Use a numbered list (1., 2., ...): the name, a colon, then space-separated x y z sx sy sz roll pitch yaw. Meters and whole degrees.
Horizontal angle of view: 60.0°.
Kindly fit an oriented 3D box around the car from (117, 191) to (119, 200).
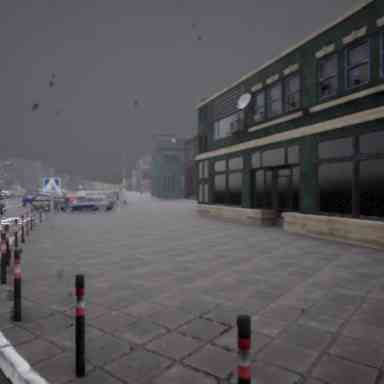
1. car: -13.493 0.968 48.096 5.008 1.535 2.097 0 1 -12

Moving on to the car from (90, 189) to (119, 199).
1. car: -17.521 0.394 66.994 5.566 2.045 2.435 0 1 -12

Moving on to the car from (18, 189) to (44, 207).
1. car: -20.204 0.793 43.099 2.150 2.045 5.566 0 1 -12

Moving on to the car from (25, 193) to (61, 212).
1. car: -15.407 1.187 34.889 2.128 1.511 4.902 0 1 -12

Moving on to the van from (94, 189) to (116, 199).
1. van: -18.247 0.377 69.681 4.442 1.987 1.878 0 1 -12

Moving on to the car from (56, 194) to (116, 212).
1. car: -10.010 1.237 31.782 4.792 1.488 2.163 0 1 -12

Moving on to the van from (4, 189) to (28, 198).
1. van: -39.867 0.310 75.301 4.442 1.987 1.878 0 1 -12

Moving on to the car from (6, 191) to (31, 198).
1. car: -40.535 0.542 77.854 4.674 1.452 2.002 0 1 -12

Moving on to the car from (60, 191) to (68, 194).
1. car: -17.505 1.041 44.501 2.128 1.511 4.902 0 1 -12

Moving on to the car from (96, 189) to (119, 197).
1. car: -21.081 0.155 83.284 5.566 2.045 2.435 0 1 -12

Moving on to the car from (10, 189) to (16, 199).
1. car: -37.624 0.693 64.381 4.892 1.521 2.231 0 1 -12

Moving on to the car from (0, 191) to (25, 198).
1. car: -39.368 0.576 72.464 4.892 1.521 2.231 0 1 -12

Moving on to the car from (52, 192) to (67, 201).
1. car: -23.825 0.804 59.955 1.812 1.442 4.674 0 1 -12

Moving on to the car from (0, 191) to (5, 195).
1. car: -36.497 0.650 58.981 4.553 1.767 2.185 0 1 -12

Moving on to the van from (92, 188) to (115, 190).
1. van: -11.849 0.881 39.916 4.442 1.987 1.878 0 1 -12

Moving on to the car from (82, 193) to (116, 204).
1. car: -14.039 0.924 50.693 4.892 1.521 2.231 0 1 -12

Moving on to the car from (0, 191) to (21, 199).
1. car: -38.787 0.614 69.770 4.892 1.521 2.231 0 1 -12

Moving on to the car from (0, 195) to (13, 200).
1. car: -16.554 1.281 26.924 2.128 1.511 4.902 0 1 -14

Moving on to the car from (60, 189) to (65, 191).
1. car: -19.463 0.743 53.482 2.097 1.767 4.553 0 1 -12

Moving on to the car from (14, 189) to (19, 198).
1. car: -38.205 0.653 67.076 4.892 1.521 2.231 0 1 -12

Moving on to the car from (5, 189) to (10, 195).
1. car: -37.018 0.607 61.690 4.553 1.767 2.185 0 1 -12

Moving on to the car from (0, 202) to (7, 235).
1. car: -9.924 1.420 14.986 1.837 1.490 4.892 -1 1 -21

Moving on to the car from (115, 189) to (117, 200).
1. car: -12.847 0.893 45.263 4.553 1.767 2.185 0 1 -12

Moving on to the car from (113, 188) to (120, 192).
1. car: -15.851 0.527 58.954 5.566 2.045 2.435 0 1 -12

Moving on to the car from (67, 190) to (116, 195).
1. car: -11.093 1.020 37.106 4.553 1.767 2.185 0 1 -12

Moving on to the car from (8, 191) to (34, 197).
1. car: -41.300 0.465 80.509 5.366 1.575 1.946 0 1 -12

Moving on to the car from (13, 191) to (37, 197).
1. car: -41.694 0.435 83.244 4.892 1.521 2.231 0 1 -12

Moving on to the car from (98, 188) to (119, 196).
1. car: -22.833 0.051 91.432 5.566 2.045 2.435 0 1 -12
